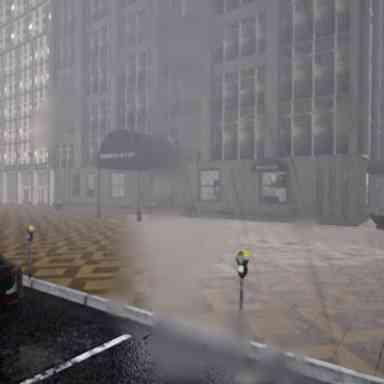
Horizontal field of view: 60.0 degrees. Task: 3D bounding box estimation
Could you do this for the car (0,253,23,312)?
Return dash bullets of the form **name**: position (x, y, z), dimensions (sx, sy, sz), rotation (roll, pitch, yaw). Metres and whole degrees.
- **car**: position (-4.978, 1.548, 6.443), dimensions (4.313, 1.339, 1.947), rotation (0, 1, 36)
